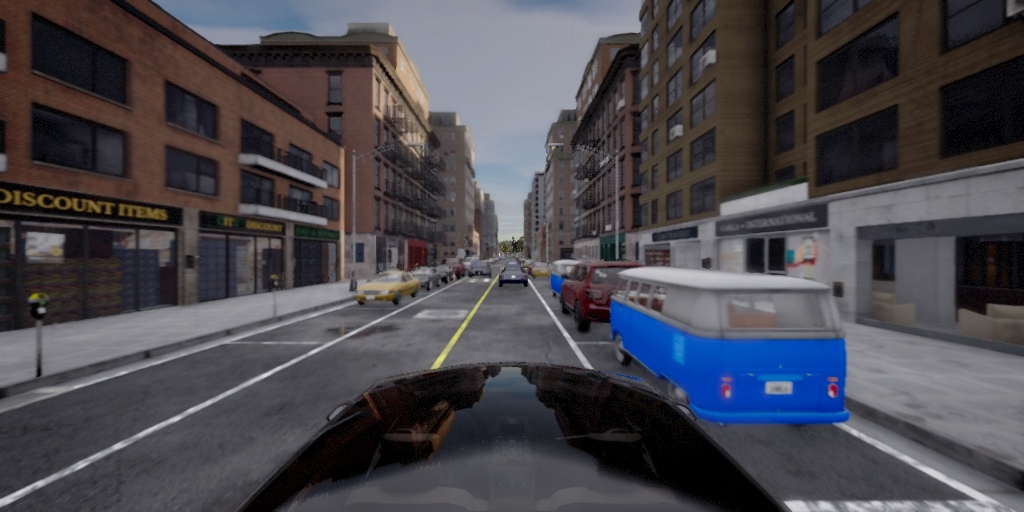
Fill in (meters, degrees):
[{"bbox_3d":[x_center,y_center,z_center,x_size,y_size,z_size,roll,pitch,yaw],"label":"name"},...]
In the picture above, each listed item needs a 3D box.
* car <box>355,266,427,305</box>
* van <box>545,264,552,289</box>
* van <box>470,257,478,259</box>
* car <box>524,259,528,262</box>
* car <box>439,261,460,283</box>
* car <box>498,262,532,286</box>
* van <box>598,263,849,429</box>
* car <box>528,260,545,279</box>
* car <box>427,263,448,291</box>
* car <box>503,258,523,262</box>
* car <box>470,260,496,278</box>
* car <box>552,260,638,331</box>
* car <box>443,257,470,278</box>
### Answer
[{"bbox_3d":[-5.404,1.271,16.101,1.751,1.417,4.829,0,0,0],"label":"car"},{"bbox_3d":[2.676,1.087,16.274,1.690,1.789,3.998,0,0,0],"label":"van"},{"bbox_3d":[-5.404,1.079,48.707,1.690,1.789,3.998,0,0,0],"label":"van"},{"bbox_3d":[2.649,1.181,37.898,1.967,1.591,4.097,0,0,0],"label":"car"},{"bbox_3d":[-5.404,1.309,27.082,1.948,1.339,4.313,0,0,0],"label":"car"},{"bbox_3d":[0.090,1.308,24.983,1.994,1.385,4.181,0,0,0],"label":"car"},{"bbox_3d":[2.689,1.090,5.461,1.690,1.789,3.998,0,0,0],"label":"van"},{"bbox_3d":[2.656,1.268,32.662,1.751,1.417,4.829,0,0,0],"label":"car"},{"bbox_3d":[-5.404,1.295,21.676,2.007,1.370,4.403,0,0,0],"label":"car"},{"bbox_3d":[0.088,1.265,42.534,1.812,1.442,4.674,0,0,0],"label":"car"},{"bbox_3d":[-2.852,1.306,33.114,1.994,1.385,4.181,0,0,0],"label":"car"},{"bbox_3d":[2.682,1.063,10.868,2.192,1.841,5.009,0,0,0],"label":"car"},{"bbox_3d":[-5.404,1.056,32.489,2.192,1.841,5.009,0,0,0],"label":"car"}]
